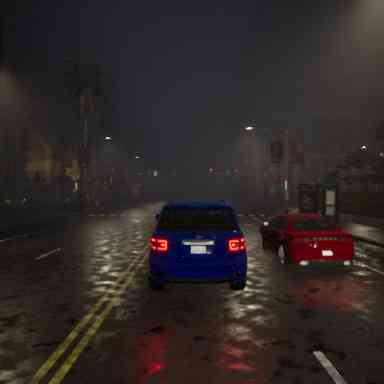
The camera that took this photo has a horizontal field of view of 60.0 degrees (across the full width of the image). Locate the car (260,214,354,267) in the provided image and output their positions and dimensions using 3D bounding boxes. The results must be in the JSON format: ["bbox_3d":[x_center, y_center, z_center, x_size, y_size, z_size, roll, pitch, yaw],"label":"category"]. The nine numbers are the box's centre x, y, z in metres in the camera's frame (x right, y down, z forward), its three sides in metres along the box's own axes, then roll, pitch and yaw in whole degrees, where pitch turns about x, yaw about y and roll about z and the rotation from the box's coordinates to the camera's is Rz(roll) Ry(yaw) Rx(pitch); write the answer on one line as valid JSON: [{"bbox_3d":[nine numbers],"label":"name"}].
[{"bbox_3d":[3.630,1.478,11.401,1.882,1.535,5.008,0,0,0],"label":"car"}]

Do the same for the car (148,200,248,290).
[{"bbox_3d":[0.119,1.221,9.182,2.150,2.045,5.566,0,0,0],"label":"car"}]

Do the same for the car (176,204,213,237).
[{"bbox_3d":[0.141,1.505,19.044,1.837,1.490,4.892,0,0,0],"label":"car"}]
